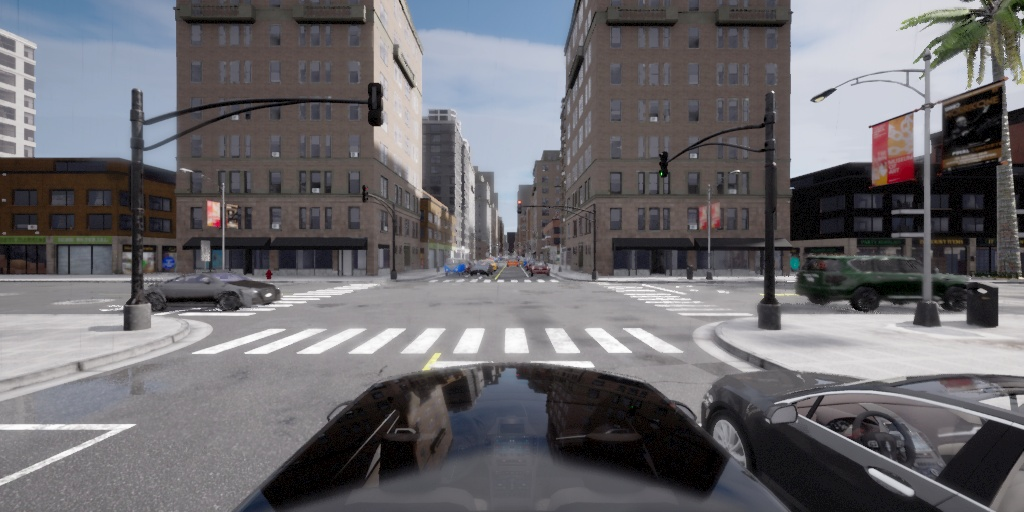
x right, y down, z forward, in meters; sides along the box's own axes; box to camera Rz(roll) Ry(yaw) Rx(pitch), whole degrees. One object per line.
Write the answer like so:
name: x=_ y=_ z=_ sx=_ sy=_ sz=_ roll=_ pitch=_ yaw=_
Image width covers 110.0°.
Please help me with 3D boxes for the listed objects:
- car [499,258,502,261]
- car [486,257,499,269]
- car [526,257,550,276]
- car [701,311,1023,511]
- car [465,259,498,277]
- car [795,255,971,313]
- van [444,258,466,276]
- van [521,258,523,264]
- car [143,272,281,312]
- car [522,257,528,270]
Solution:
car: x=-2.968 y=1.354 z=56.228 sx=1.895 sy=1.301 sz=4.718 roll=0 pitch=0 yaw=0
car: x=-3.001 y=1.231 z=46.309 sx=1.882 sy=1.535 sz=5.008 roll=0 pitch=0 yaw=0
car: x=2.743 y=1.192 z=36.399 sx=1.967 sy=1.591 sz=4.097 roll=0 pitch=0 yaw=0
car: x=2.668 y=1.300 z=1.749 sx=2.007 sy=1.370 sz=4.403 roll=0 pitch=0 yaw=0
car: x=-2.997 y=1.300 z=36.608 sx=2.033 sy=1.411 sz=5.357 roll=0 pitch=0 yaw=4
car: x=14.160 y=1.000 z=13.807 sx=5.566 sy=2.045 sz=2.150 roll=0 pitch=0 yaw=0
van: x=-5.782 y=1.093 z=36.418 sx=1.690 sy=1.789 sz=3.998 roll=0 pitch=0 yaw=0
van: x=2.799 y=1.094 z=59.076 sx=1.690 sy=1.789 sz=3.998 roll=0 pitch=0 yaw=0
car: x=-11.258 y=1.302 z=13.621 sx=4.181 sy=1.385 sz=1.994 roll=0 pitch=0 yaw=0
car: x=2.771 y=1.193 z=47.737 sx=1.967 sy=1.591 sz=4.097 roll=0 pitch=0 yaw=0
